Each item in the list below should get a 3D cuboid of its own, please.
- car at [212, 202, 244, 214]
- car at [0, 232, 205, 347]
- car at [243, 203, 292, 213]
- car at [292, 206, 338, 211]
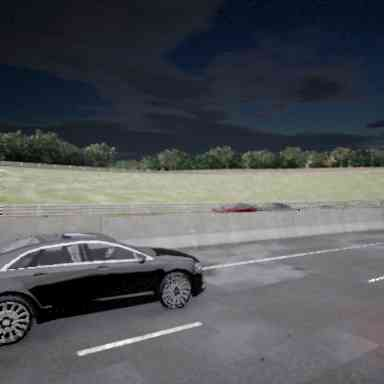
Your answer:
[{"bbox_3d":[4.160,1.754,31.362,5.008,1.535,1.882,1,-1,-33],"label":"car"},{"bbox_3d":[-2.021,1.538,6.383,4.902,1.511,2.128,0,-1,-33],"label":"car"},{"bbox_3d":[7.179,1.774,29.139,4.892,1.490,1.837,1,-1,-33],"label":"car"},{"bbox_3d":[10.606,1.828,27.177,4.181,1.385,1.994,1,-1,-33],"label":"car"}]
